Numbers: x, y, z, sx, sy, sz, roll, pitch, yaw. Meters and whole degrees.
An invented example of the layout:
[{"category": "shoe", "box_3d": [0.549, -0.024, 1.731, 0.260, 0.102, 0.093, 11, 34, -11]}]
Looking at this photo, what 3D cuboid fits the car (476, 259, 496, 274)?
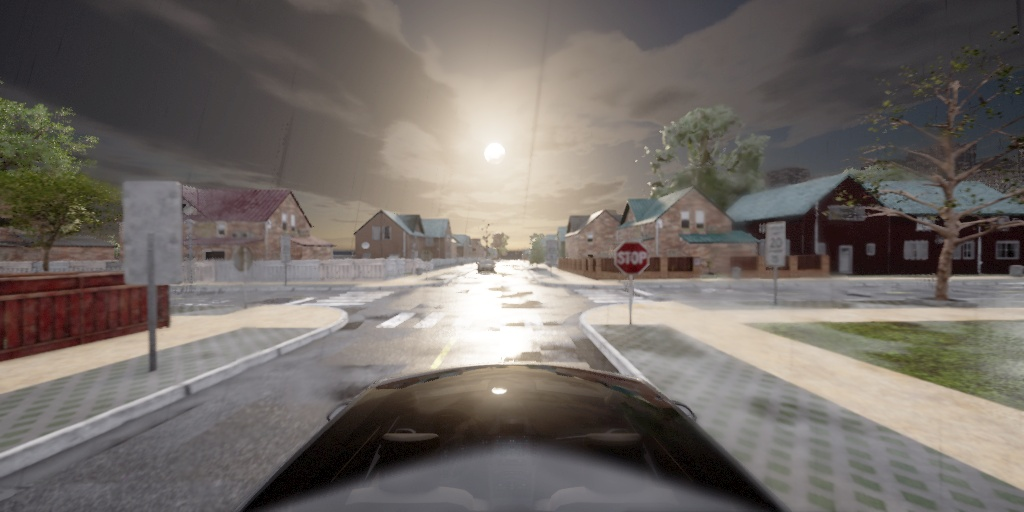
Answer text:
[{"category": "car", "box_3d": [-2.736, 1.123, 38.811, 1.837, 1.490, 4.892, 0, 1, 0]}]
